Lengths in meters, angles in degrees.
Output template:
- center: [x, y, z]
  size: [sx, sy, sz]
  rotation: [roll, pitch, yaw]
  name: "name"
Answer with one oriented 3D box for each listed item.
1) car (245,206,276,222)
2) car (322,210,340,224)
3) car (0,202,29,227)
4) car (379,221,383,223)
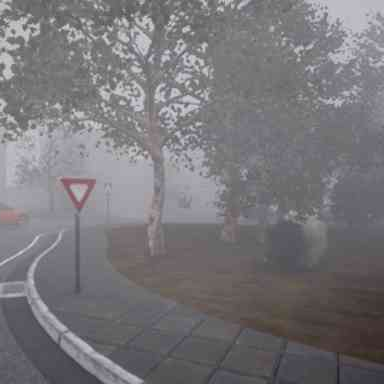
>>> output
- center: [9.051, 2.800, 42.303]
  size: [5.566, 2.045, 2.150]
  rotation: [5, -3, -37]
  name: "car"
- center: [20.729, 3.553, 47.326]
  size: [5.566, 2.045, 2.150]
  rotation: [3, -2, -38]
  name: "car"
- center: [-11.826, 1.333, 19.678]
  size: [2.097, 1.767, 4.553]
  rotation: [1, 0, 11]
  name: "car"
- center: [30.865, 4.420, 55.124]
  size: [4.718, 1.301, 1.895]
  rotation: [3, -2, -37]
  name: "car"
